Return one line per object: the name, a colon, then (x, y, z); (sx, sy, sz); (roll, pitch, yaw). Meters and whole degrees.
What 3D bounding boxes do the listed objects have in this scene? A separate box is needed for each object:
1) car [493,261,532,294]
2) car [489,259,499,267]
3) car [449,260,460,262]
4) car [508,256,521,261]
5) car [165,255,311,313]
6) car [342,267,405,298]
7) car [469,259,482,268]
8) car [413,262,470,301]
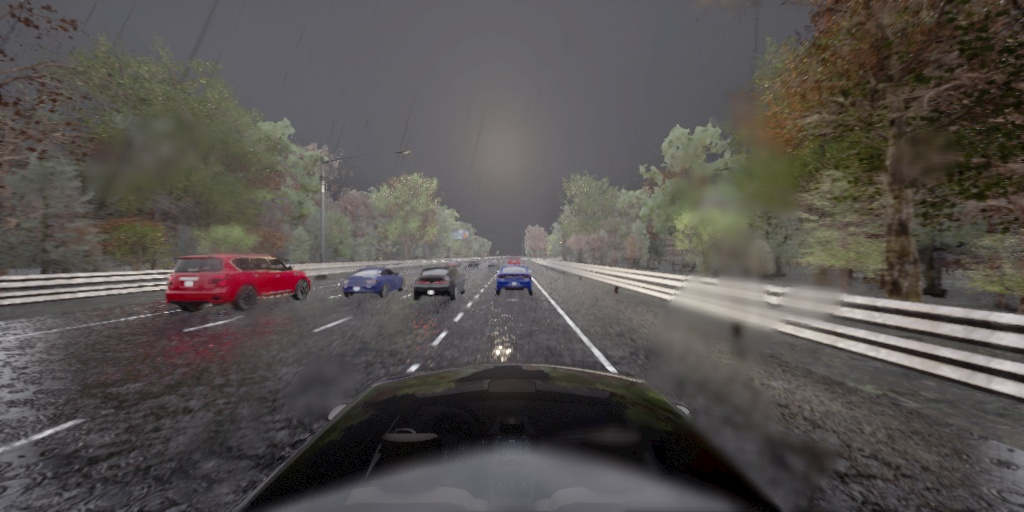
car: (0.125, 1.228, 20.419); (1.882, 1.535, 5.008); (0, 0, 0)
car: (-3.109, 1.309, 64.121); (2.033, 1.411, 5.357); (0, 0, 0)
car: (-10.115, 1.326, 62.939); (1.994, 1.385, 4.181); (0, 0, 0)
car: (0.393, 0.984, 64.193); (2.150, 2.045, 5.566); (0, 0, 0)
car: (-10.390, 0.973, 14.228); (2.150, 2.045, 5.566); (0, 0, 0)
car: (-6.881, 1.276, 18.198); (1.812, 1.442, 4.674); (0, 0, 0)
car: (-6.606, 1.268, 63.987); (1.837, 1.490, 4.892); (0, 0, 0)
car: (-3.382, 1.257, 17.388); (1.837, 1.490, 4.892); (0, 0, 0)
